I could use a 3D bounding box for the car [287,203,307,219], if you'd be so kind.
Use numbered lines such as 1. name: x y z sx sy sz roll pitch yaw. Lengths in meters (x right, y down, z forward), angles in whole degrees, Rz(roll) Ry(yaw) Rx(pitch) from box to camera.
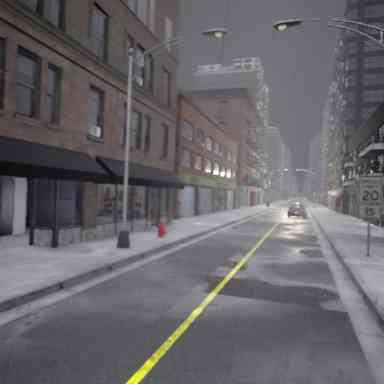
1. car: 11.640 2.147 36.897 1.994 1.385 4.181 2 0 19

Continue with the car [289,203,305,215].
1. car: 14.793 2.291 46.659 2.033 1.411 5.357 2 0 18
